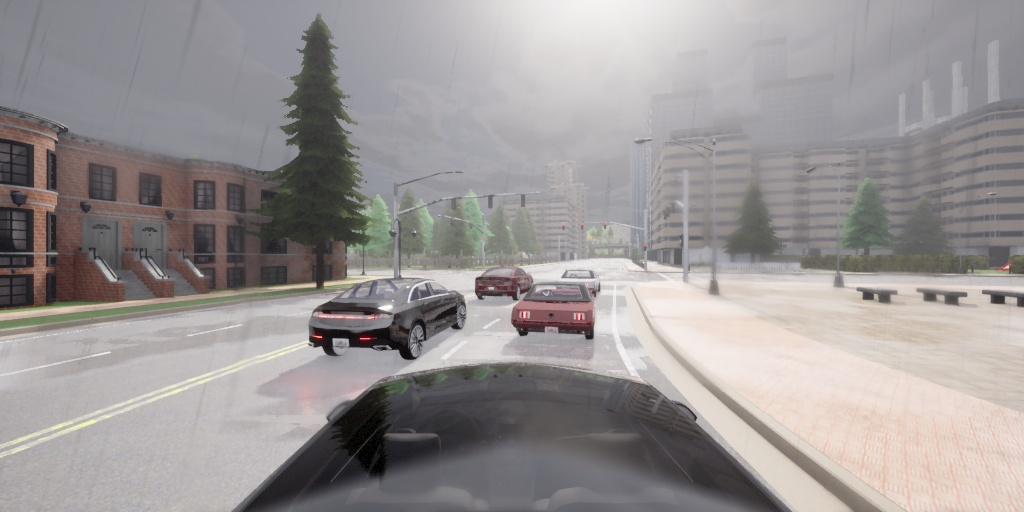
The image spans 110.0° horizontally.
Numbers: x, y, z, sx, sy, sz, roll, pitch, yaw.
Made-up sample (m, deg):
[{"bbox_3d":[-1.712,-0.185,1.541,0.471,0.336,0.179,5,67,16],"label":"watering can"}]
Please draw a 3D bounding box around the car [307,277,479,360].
[{"bbox_3d":[-2.491,1.242,8.428,2.128,1.511,4.902,0,0,9],"label":"car"}]

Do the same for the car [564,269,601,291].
[{"bbox_3d":[3.634,1.351,18.986,1.895,1.301,4.718,0,0,17],"label":"car"}]

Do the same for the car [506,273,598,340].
[{"bbox_3d":[1.381,1.351,10.098,1.895,1.301,4.718,0,0,13],"label":"car"}]

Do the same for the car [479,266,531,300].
[{"bbox_3d":[-0.237,1.228,17.645,1.882,1.535,5.008,0,0,15],"label":"car"}]
